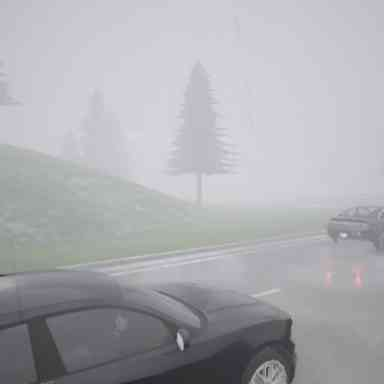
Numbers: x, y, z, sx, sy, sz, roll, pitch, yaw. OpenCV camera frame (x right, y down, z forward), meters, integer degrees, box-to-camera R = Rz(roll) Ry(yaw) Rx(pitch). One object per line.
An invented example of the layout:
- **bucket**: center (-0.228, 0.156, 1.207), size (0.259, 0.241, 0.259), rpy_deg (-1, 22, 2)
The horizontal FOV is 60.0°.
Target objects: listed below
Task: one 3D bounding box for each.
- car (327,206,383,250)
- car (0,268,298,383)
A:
- **car**: center (7.394, 1.302, 13.296), size (4.902, 1.511, 2.128), rpy_deg (-1, 1, -35)
- **car**: center (-1.148, 1.468, 2.927), size (5.008, 1.535, 1.882), rpy_deg (-1, 1, -35)
